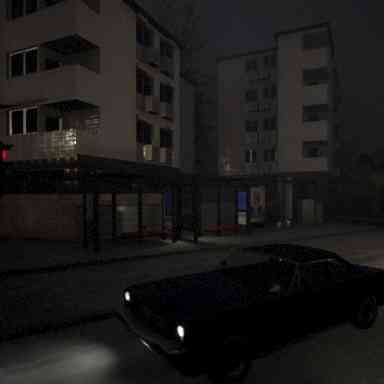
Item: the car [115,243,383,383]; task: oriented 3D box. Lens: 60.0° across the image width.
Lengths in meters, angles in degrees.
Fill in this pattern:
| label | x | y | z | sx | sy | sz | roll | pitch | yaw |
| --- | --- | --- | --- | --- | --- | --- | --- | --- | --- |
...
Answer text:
| label | x | y | z | sx | sy | sz | roll | pitch | yaw |
| --- | --- | --- | --- | --- | --- | --- | --- | --- | --- |
| car | 1.251 | 1.601 | 5.417 | 4.718 | 1.301 | 1.895 | 0 | 0 | -34 |
